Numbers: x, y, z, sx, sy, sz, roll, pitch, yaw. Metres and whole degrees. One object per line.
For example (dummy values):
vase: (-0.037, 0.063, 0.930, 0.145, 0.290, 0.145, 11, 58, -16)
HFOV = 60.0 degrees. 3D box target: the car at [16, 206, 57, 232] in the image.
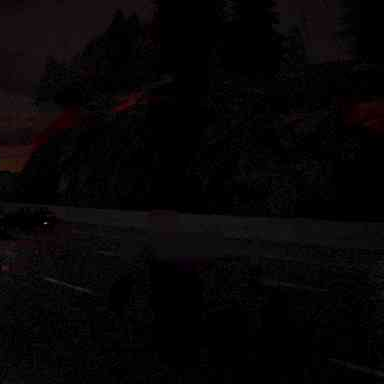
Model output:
car: (-10.551, 1.670, 21.595, 4.902, 1.511, 2.128, 0, -1, 43)

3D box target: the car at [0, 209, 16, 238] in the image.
car: (-11.270, 1.648, 17.521, 4.674, 1.442, 1.812, 0, -1, 42)
